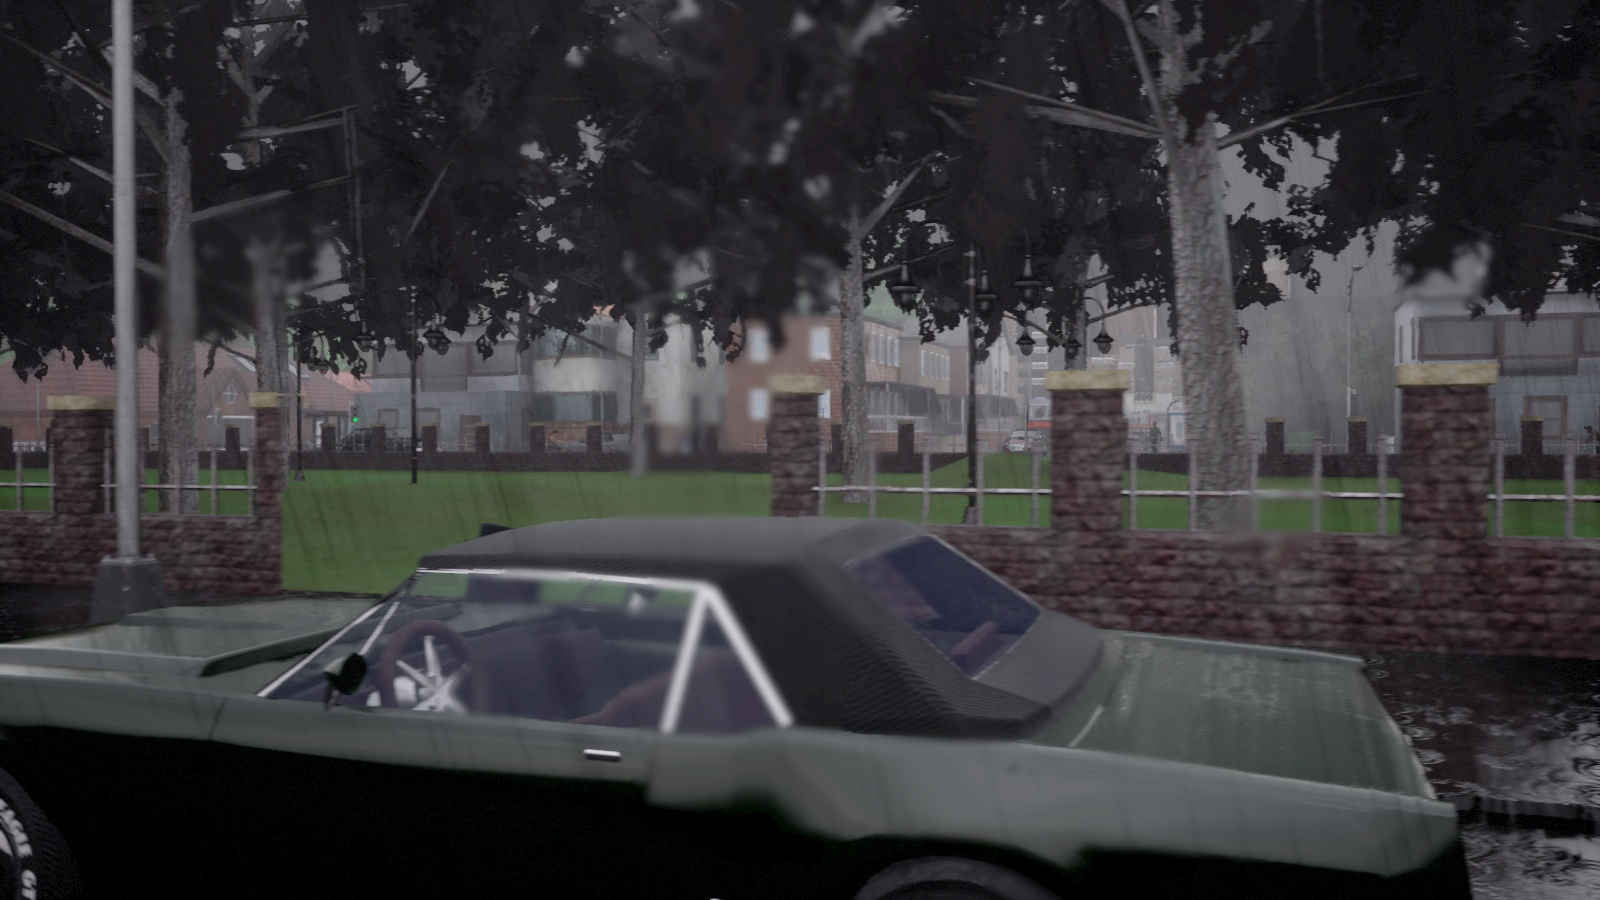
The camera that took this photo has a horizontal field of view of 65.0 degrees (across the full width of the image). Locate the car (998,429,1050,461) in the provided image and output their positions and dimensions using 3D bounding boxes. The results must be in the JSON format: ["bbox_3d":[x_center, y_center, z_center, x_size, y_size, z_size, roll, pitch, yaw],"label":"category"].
[{"bbox_3d":[12.112,-0.282,67.696,2.033,1.649,4.856,1,1,19],"label":"car"}]

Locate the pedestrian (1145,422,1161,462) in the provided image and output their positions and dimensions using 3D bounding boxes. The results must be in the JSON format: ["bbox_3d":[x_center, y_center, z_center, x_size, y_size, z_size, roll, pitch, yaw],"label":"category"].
[{"bbox_3d":[17.310,-0.385,61.598,0.788,1.949,0.423,-1,1,-44],"label":"pedestrian"}]

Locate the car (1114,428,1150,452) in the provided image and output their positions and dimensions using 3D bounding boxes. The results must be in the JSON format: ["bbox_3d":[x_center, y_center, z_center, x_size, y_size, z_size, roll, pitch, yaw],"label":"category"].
[{"bbox_3d":[23.772,-0.743,89.764,2.152,1.651,5.027,1,1,19],"label":"car"}]

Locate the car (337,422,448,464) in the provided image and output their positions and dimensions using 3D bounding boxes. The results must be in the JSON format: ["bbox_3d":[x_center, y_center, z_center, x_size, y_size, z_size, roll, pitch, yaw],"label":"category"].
[{"bbox_3d":[-18.745,-0.352,57.773,4.605,1.855,1.932,0,1,17],"label":"car"}]

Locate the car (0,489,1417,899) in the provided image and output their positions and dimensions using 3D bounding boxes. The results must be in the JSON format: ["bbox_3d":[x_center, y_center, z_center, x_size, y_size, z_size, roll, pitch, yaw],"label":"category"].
[{"bbox_3d":[-0.792,0.860,3.989,4.718,1.301,1.895,1,1,19],"label":"car"}]

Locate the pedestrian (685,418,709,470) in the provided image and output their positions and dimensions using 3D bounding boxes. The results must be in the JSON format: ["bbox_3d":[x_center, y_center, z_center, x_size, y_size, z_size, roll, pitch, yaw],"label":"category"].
[{"bbox_3d":[-3.884,-0.234,47.196,0.788,1.949,0.423,1,1,19],"label":"pedestrian"}]

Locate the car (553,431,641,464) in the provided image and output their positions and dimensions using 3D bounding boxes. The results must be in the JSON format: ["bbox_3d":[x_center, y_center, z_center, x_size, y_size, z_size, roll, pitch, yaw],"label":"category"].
[{"bbox_3d":[-9.495,-0.137,58.846,3.633,1.501,1.845,1,1,21],"label":"car"}]

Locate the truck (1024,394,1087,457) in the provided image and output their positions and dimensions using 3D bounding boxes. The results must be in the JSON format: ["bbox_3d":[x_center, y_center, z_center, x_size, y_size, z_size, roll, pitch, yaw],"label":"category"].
[{"bbox_3d":[16.573,-1.571,80.930,2.891,3.827,8.468,1,1,19],"label":"truck"}]
